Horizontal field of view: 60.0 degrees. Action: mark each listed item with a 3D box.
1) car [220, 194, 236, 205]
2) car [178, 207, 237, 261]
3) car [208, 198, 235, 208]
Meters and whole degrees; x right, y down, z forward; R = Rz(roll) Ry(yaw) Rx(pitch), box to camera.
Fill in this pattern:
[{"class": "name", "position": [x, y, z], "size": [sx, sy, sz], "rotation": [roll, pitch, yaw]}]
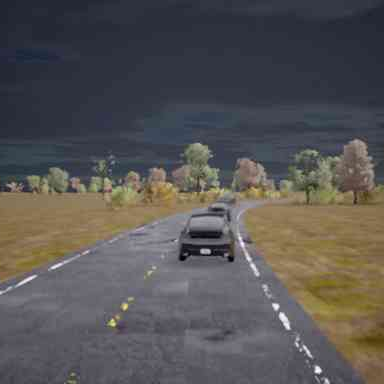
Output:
[{"class": "car", "position": [6.312, 1.331, 58.627], "size": [2.150, 2.045, 5.566], "rotation": [0, 0, 18]}, {"class": "car", "position": [0.615, 1.539, 12.448], "size": [1.837, 1.490, 4.892], "rotation": [0, 0, 5]}, {"class": "car", "position": [2.269, 1.563, 27.248], "size": [1.837, 1.490, 4.892], "rotation": [0, 0, 9]}]
